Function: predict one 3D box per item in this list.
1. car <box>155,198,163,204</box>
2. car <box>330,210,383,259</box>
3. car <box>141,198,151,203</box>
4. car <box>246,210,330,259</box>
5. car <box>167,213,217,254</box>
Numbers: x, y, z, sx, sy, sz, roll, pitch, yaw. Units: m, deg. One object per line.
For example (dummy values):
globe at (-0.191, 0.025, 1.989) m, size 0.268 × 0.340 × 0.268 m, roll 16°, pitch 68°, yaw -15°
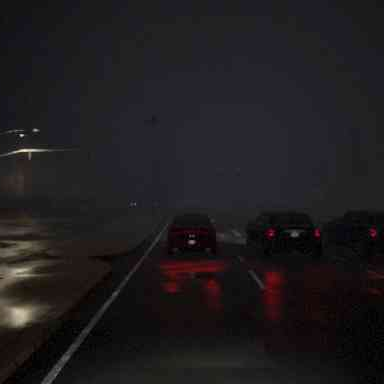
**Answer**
car at (-9.387, 2.521, 95.175) m, size 2.128 × 1.511 × 4.902 m, roll 0°, pitch -1°, yaw 0°
car at (6.994, 1.497, 13.421) m, size 2.097 × 1.767 × 4.553 m, roll 0°, pitch -1°, yaw 0°
car at (-12.886, 2.480, 94.760) m, size 1.882 × 1.535 × 5.008 m, roll 0°, pitch -1°, yaw 0°
car at (3.494, 1.497, 13.418) m, size 2.097 × 1.767 × 4.553 m, roll 0°, pitch -1°, yaw 0°
car at (-0.006, 1.632, 14.233) m, size 1.882 × 1.535 × 5.008 m, roll 0°, pitch 0°, yaw 0°
